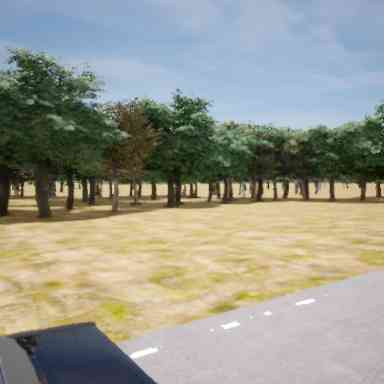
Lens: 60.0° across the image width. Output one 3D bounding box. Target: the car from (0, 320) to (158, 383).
[{"bbox_3d":[-2.450,1.604,1.594,4.718,1.301,1.895,0,0,-36],"label":"car"}]
